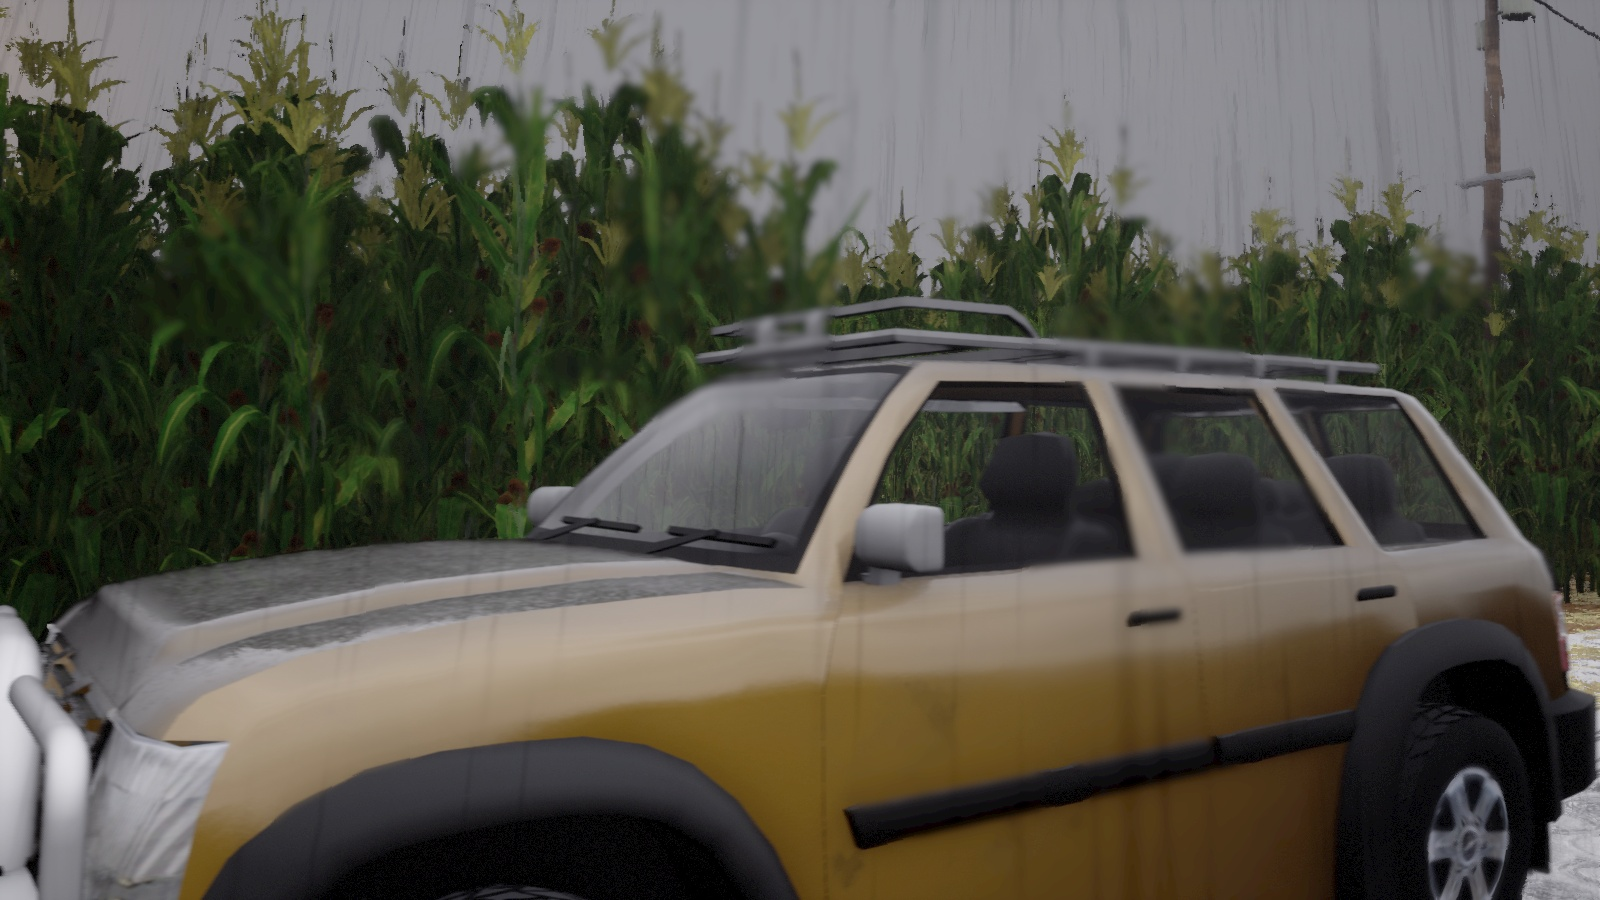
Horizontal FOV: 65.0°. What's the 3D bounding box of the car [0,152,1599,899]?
[{"bbox_3d":[0.199,0.571,3.493,4.605,1.855,1.932,0,0,-35],"label":"car"}]
